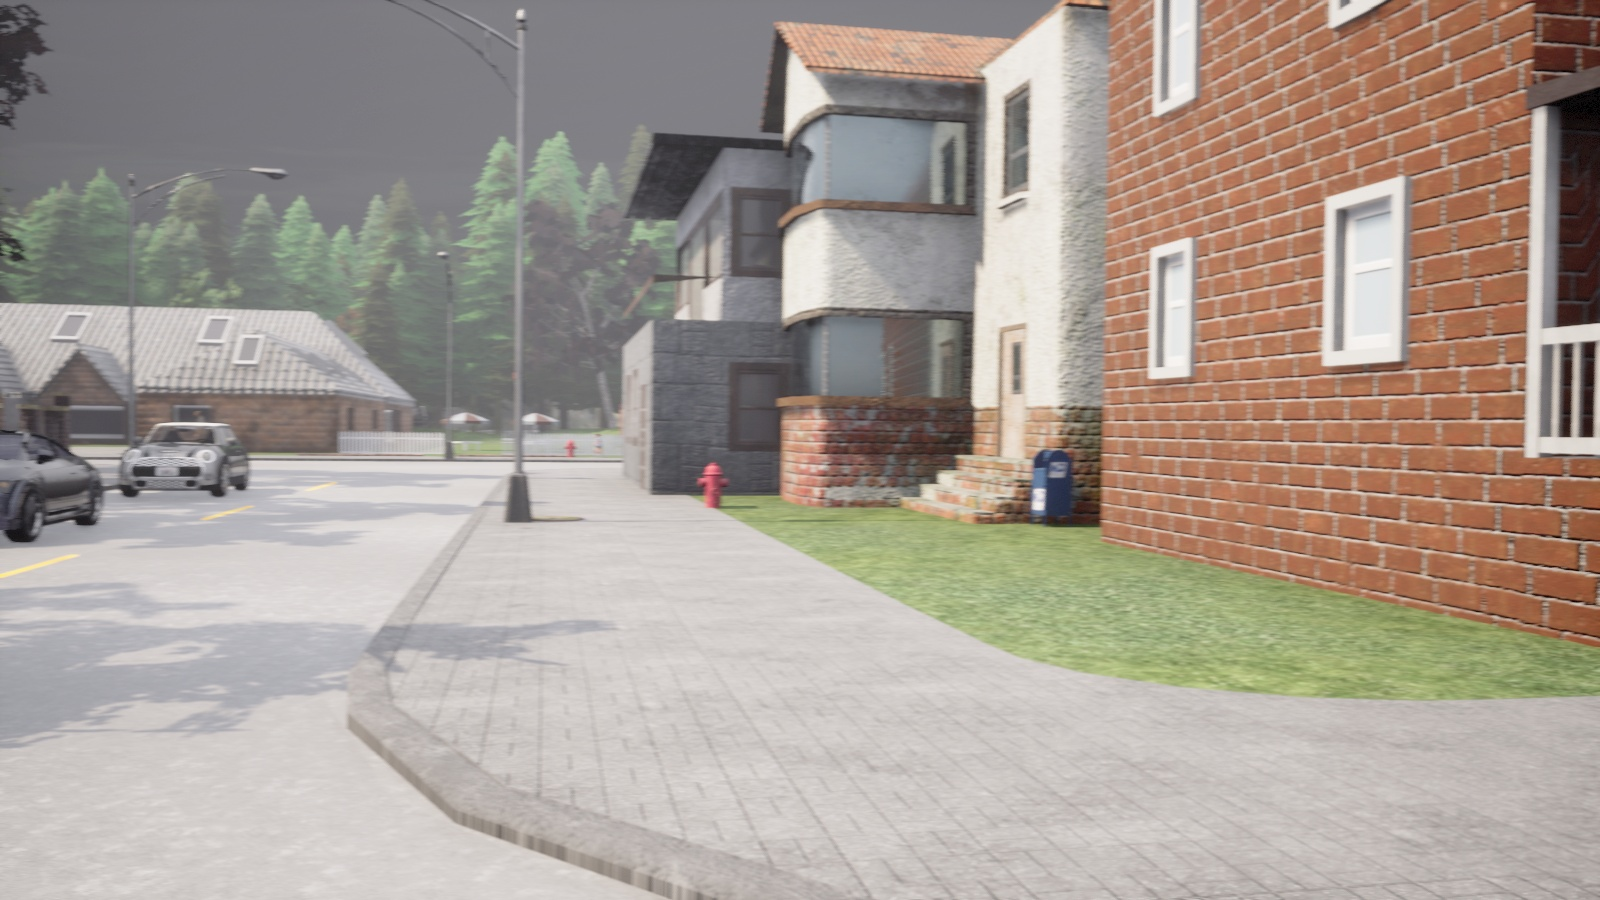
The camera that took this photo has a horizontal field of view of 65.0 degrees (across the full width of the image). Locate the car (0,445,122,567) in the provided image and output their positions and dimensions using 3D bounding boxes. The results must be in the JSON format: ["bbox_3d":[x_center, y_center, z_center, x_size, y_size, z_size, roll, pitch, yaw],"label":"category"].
[{"bbox_3d":[-10.649,0.659,16.541,1.994,1.385,4.181,-1,1,-13],"label":"car"}]

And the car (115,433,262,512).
[{"bbox_3d":[-12.606,0.401,26.131,1.970,1.475,3.806,-1,1,-14],"label":"car"}]
